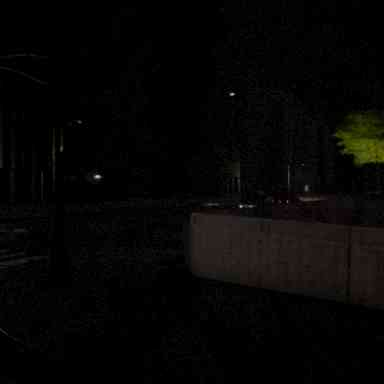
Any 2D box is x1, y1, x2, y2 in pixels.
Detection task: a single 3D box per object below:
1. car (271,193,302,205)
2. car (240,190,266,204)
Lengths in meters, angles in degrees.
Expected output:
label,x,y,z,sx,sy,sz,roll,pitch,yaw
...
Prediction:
label,x,y,z,sx,sy,sz,roll,pitch,yaw
car,10.015,0.961,34.931,2.097,1.767,4.553,0,1,35
car,9.396,0.718,50.979,2.150,2.045,5.566,0,1,35
